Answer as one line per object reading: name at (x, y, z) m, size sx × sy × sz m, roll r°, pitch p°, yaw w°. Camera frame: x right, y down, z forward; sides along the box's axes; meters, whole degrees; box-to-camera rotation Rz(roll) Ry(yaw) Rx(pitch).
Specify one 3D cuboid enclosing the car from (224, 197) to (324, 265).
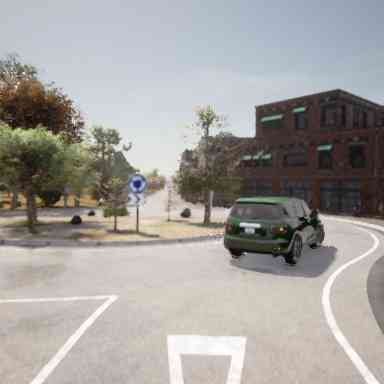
car at (3.164, 1.187, 12.093) m, size 2.150 × 2.045 × 5.566 m, roll 1°, pitch 1°, yaw 33°

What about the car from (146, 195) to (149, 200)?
car at (-12.129, 1.262, 84.158) m, size 1.812 × 1.442 × 4.674 m, roll 0°, pitch 1°, yaw -4°
